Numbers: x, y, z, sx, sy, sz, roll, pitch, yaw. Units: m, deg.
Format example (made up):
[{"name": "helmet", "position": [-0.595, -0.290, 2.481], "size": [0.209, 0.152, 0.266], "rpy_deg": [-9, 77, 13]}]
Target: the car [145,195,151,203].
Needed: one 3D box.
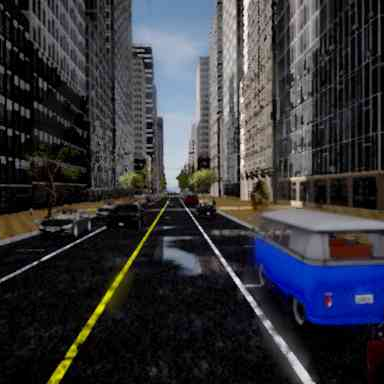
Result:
[{"name": "car", "position": [-8.628, 1.496, 57.139], "size": [1.752, 1.417, 4.829], "rpy_deg": [-1, 0, -3]}]

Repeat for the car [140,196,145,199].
[{"name": "car", "position": [-8.046, 1.427, 45.957], "size": [1.967, 1.590, 4.097], "rpy_deg": [-1, 0, -3]}]

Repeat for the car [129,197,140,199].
[{"name": "car", "position": [-7.747, 1.576, 40.281], "size": [1.802, 1.307, 4.206], "rpy_deg": [-1, 0, -3]}]

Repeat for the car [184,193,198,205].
[{"name": "car", "position": [-0.272, 1.213, 57.746], "size": [2.192, 1.841, 5.009], "rpy_deg": [-1, 0, -3]}]

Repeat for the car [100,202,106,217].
[{"name": "car", "position": [-7.155, 1.561, 28.929], "size": [2.008, 1.369, 4.403], "rpy_deg": [-1, 0, -3]}]

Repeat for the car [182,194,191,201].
[{"name": "car", "position": [-1.456, 1.304, 80.449], "size": [1.967, 1.590, 4.097], "rpy_deg": [-1, 0, -3]}]

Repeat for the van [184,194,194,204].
[{"name": "van", "position": [-0.568, 1.231, 63.421], "size": [1.690, 1.788, 3.998], "rpy_deg": [-1, 0, -3]}]

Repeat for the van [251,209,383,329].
[{"name": "van", "position": [2.395, 1.309, 6.662], "size": [1.690, 1.788, 3.998], "rpy_deg": [-1, 0, -3]}]

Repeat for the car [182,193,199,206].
[{"name": "car", "position": [0.024, 1.221, 52.069], "size": [2.192, 1.841, 5.009], "rpy_deg": [-1, 0, -3]}]

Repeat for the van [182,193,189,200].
[{"name": "van", "position": [-1.754, 1.196, 86.124], "size": [1.690, 1.788, 3.998], "rpy_deg": [-1, 0, -3]}]

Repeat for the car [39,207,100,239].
[{"name": "car", "position": [-6.563, 1.576, 17.578], "size": [2.008, 1.369, 4.403], "rpy_deg": [-1, 0, -3]}]

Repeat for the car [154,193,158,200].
[{"name": "car", "position": [-9.822, 1.488, 80.013], "size": [2.008, 1.369, 4.403], "rpy_deg": [-1, 0, -3]}]

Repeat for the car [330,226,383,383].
[{"name": "car", "position": [2.691, 1.290, 0.986], "size": [2.192, 1.841, 5.009], "rpy_deg": [-1, 0, -3]}]

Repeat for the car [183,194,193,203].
[{"name": "car", "position": [-0.862, 1.321, 69.098], "size": [1.967, 1.590, 4.097], "rpy_deg": [-1, 0, -3]}]

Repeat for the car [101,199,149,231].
[{"name": "car", "position": [-4.030, 1.476, 20.816], "size": [1.882, 1.535, 5.008], "rpy_deg": [0, 1, -3]}]

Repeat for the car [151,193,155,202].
[{"name": "car", "position": [-9.230, 1.520, 68.661], "size": [1.947, 1.339, 4.313], "rpy_deg": [-1, 0, -3]}]

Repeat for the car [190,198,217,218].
[{"name": "car", "position": [1.214, 1.488, 29.366], "size": [2.008, 1.369, 4.403], "rpy_deg": [-1, 0, -3]}]
